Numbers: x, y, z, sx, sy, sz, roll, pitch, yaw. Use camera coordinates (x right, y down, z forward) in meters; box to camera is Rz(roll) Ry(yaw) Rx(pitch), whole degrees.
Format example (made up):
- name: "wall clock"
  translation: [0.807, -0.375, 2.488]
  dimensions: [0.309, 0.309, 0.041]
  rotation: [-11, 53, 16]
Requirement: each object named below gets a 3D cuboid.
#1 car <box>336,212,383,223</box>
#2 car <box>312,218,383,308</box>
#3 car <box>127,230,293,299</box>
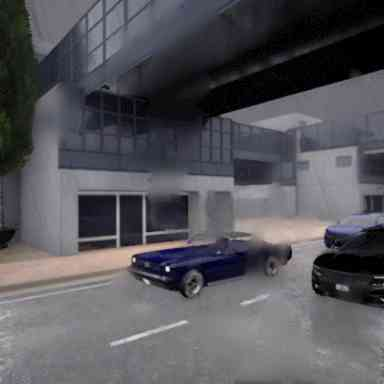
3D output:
- name: "car"
  translation: [7.904, 1.708, 15.126]
  dimensions: [5.008, 1.535, 1.882]
  rotation: [0, -1, -40]
- name: "car"
  translation: [4.830, 1.598, 8.046]
  dimensions: [5.008, 1.535, 1.882]
  rotation: [0, -1, -40]
- name: "car"
  translation: [0.663, 1.778, 9.137]
  dimensions: [4.718, 1.301, 1.895]
  rotation: [0, -1, -40]
